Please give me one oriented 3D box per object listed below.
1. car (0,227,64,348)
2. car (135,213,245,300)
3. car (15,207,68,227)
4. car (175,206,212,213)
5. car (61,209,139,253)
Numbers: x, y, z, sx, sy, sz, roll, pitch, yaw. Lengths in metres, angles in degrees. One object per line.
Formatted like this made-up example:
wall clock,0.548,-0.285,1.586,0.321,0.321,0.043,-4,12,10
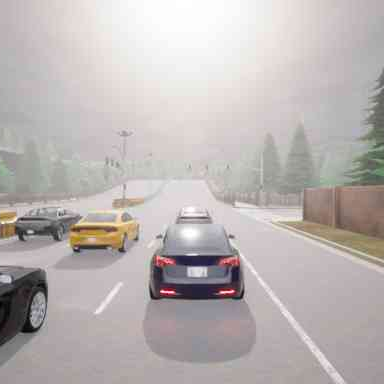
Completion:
car,-3.400,1.478,3.760,1.882,1.535,5.008,0,0,0
car,0.098,1.503,8.423,2.163,1.488,4.792,0,0,0
car,-6.905,1.491,16.624,2.128,1.511,4.902,0,0,0
car,0.093,1.491,17.514,2.128,1.511,4.902,0,0,0
car,-3.404,1.478,13.777,1.882,1.535,5.008,0,0,0
